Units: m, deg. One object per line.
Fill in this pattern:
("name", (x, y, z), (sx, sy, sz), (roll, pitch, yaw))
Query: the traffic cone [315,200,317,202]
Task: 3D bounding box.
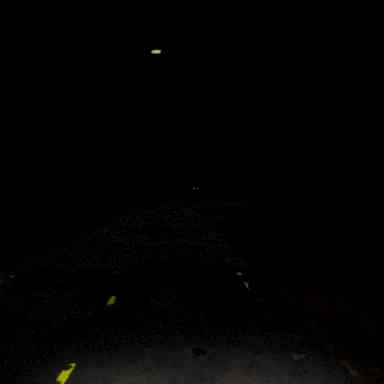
("traffic cone", (24.888, 1.705, 66.797), (0.340, 0.580, 0.340), (0, 0, -5))
